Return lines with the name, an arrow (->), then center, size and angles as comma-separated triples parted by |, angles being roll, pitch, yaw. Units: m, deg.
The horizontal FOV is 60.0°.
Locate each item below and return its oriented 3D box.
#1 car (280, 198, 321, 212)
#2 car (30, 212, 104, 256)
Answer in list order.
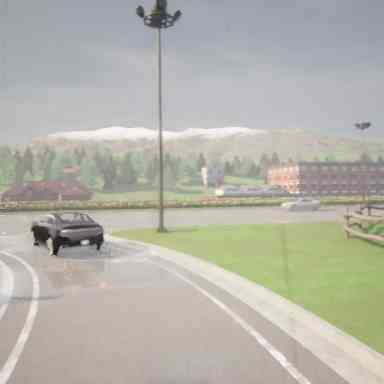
car -> 12.314, 1.430, 37.653 | 4.674, 1.442, 1.812 | -1, 0, -13
car -> -5.234, 1.568, 13.590 | 2.128, 1.511, 4.902 | 0, 0, -38
